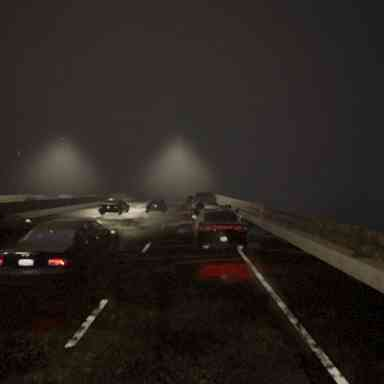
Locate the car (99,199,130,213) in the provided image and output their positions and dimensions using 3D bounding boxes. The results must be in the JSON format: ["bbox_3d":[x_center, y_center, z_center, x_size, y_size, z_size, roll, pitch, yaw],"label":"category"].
[{"bbox_3d":[-6.918,1.302,29.970,2.033,1.411,5.357,0,0,0],"label":"car"}]

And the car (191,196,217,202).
[{"bbox_3d":[1.037,1.287,23.407,1.882,1.535,5.008,0,0,0],"label":"car"}]

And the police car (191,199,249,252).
[{"bbox_3d":[1.042,1.315,13.517,1.930,1.638,5.238,0,0,0],"label":"police car"}]

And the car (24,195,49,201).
[{"bbox_3d":[-24.575,1.113,52.893,2.033,1.411,5.357,0,0,1],"label":"car"}]

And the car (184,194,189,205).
[{"bbox_3d":[-0.015,1.112,48.096,1.837,1.490,4.892,0,1,0],"label":"car"}]

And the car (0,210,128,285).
[{"bbox_3d":[-3.406,1.470,9.336,2.033,1.411,5.357,0,0,0],"label":"car"}]

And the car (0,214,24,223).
[{"bbox_3d":[-6.907,1.466,11.914,1.994,1.385,4.181,0,0,0],"label":"car"}]

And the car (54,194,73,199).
[{"bbox_3d":[-21.067,1.096,54.931,2.033,1.411,5.357,0,0,1],"label":"car"}]

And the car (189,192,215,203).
[{"bbox_3d":[1.035,0.982,29.434,2.150,2.045,5.566,0,0,0],"label":"car"}]

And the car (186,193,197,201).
[{"bbox_3d":[-0.035,1.004,66.049,2.033,1.411,5.357,0,0,0],"label":"car"}]

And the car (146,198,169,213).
[{"bbox_3d":[-3.418,1.290,33.416,1.994,1.385,4.181,0,0,0],"label":"car"}]
